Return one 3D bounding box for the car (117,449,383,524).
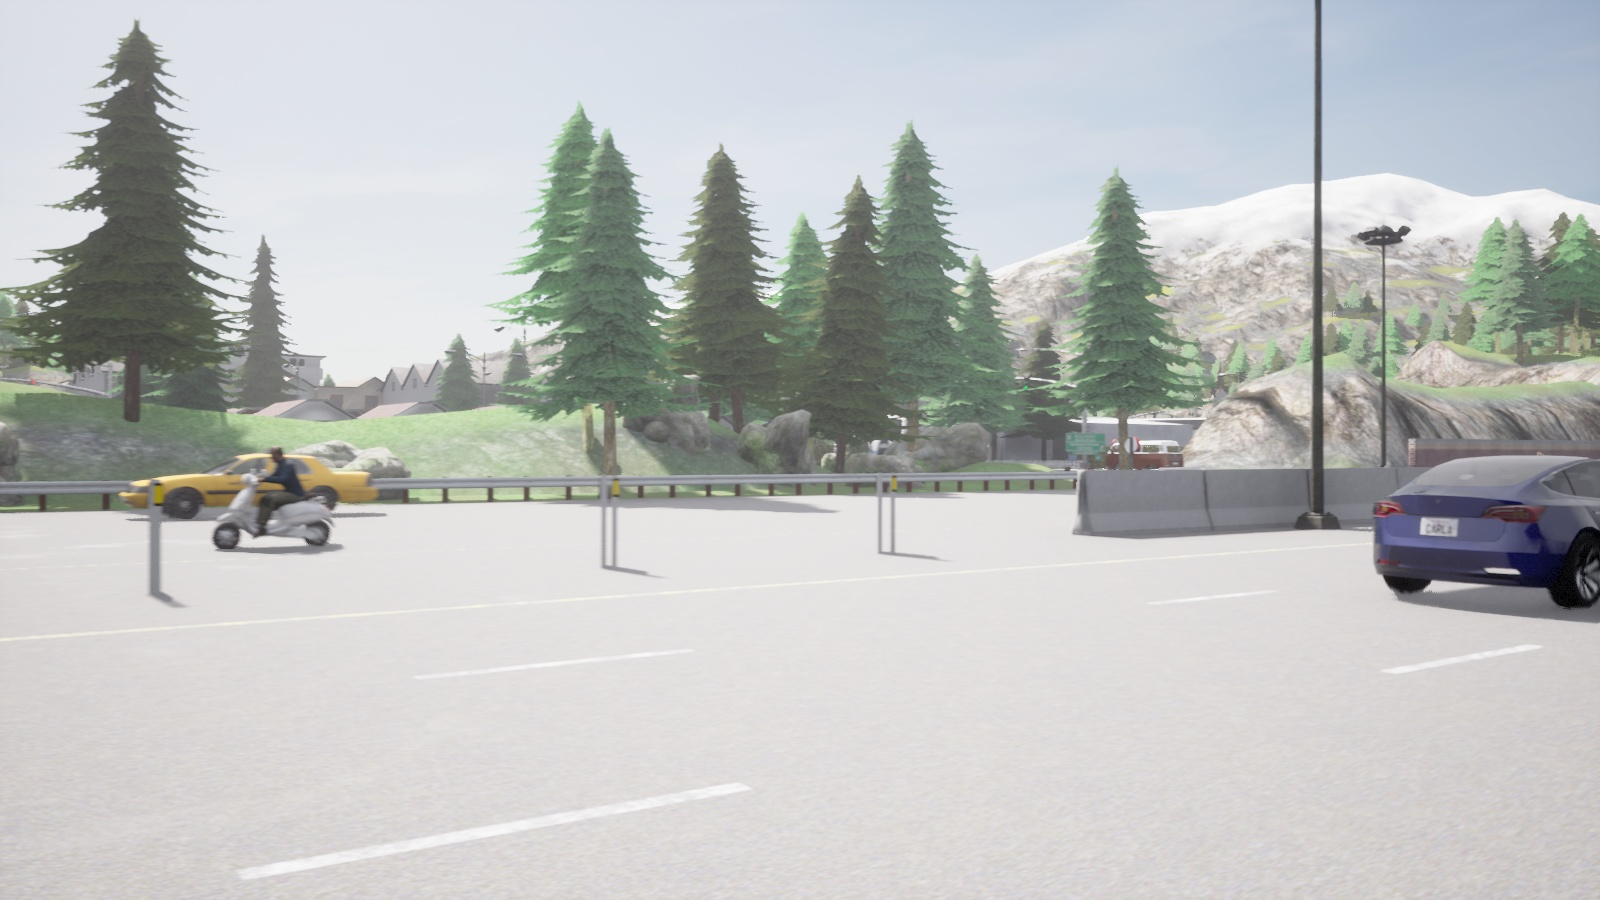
[{"bbox_3d":[-12.613,0.780,28.995,5.366,1.575,1.801,0,0,-35],"label":"car"}]

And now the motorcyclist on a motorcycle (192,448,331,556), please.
[{"bbox_3d":[-8.246,0.763,19.241,1.817,1.590,0.866,0,0,-35],"label":"motorcyclist on a motorcycle"}]

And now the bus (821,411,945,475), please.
[{"bbox_3d":[5.678,-0.576,88.696,3.944,4.253,10.273,-1,1,-28],"label":"bus"}]

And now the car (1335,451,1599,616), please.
[{"bbox_3d":[8.191,0.761,13.623,4.792,1.488,2.163,0,0,-35],"label":"car"}]

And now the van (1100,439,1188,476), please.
[{"bbox_3d":[19.391,0.405,70.913,2.069,2.038,4.480,0,0,-35],"label":"van"}]
